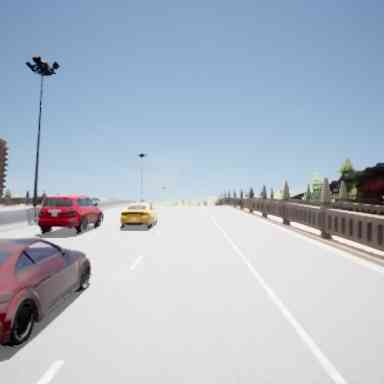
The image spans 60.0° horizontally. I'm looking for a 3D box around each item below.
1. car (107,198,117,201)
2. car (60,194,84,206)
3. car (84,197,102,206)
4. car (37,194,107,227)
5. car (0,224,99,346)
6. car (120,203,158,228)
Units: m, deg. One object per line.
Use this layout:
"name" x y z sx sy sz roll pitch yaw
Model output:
"car" -14.029 1.727 57.908 2.033 1.411 5.357 0 -2 1
"car" -21.017 1.419 58.405 2.150 2.045 5.566 0 -2 0
"car" -17.520 1.739 59.063 1.837 1.490 4.892 0 -2 1
"car" -6.903 1.214 19.396 2.150 2.045 5.566 0 0 0
"car" -3.403 1.558 6.313 1.994 1.385 4.181 0 0 0
"car" -3.402 1.470 21.960 1.882 1.535 5.008 0 0 0
